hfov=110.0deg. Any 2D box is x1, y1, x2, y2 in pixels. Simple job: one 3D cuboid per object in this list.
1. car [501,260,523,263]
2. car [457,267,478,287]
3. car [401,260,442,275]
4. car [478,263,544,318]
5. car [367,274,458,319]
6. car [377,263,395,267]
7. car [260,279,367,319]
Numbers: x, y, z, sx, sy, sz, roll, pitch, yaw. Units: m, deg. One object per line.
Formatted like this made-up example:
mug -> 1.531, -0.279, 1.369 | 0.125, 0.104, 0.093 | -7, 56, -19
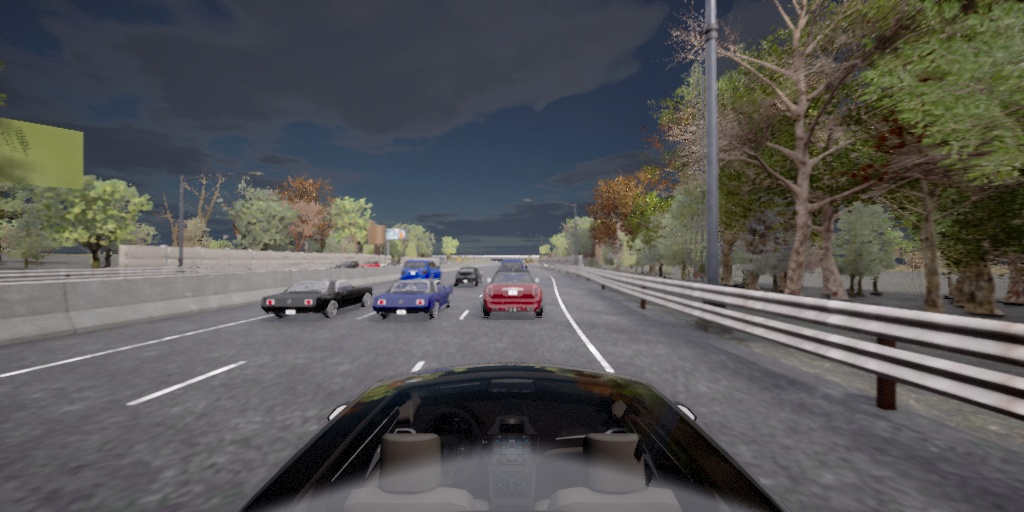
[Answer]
car -> 0.036, 1.342, 28.038 | 2.150, 2.045, 5.566 | 0, -1, 1
car -> -3.453, 1.641, 29.158 | 1.837, 1.490, 4.892 | 0, 0, 0
car -> -6.963, 1.341, 28.012 | 2.150, 2.045, 5.566 | 0, -1, 1
car -> 0.046, 1.272, 14.054 | 2.097, 1.767, 4.553 | 0, -1, 0
car -> -3.459, 1.514, 13.525 | 1.895, 1.301, 4.718 | 0, -1, 0
car -> -21.023, 2.184, 61.832 | 1.994, 1.385, 4.181 | 0, -1, 1
car -> -6.960, 1.514, 13.535 | 1.895, 1.301, 4.718 | 0, -1, 0
